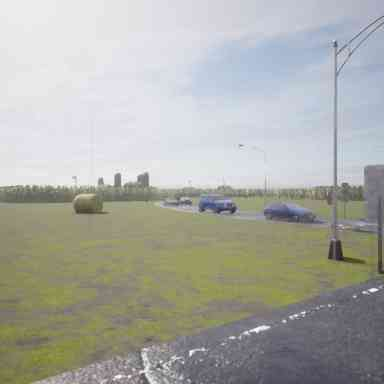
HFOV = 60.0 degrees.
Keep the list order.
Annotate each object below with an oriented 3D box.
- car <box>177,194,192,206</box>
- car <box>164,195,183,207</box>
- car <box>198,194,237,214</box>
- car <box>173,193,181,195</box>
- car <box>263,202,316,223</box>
[{"bbox_3d":[-1.265,1.585,56.804,1.812,1.442,4.674,-1,0,-12],"label":"car"},{"bbox_3d":[-3.406,1.629,53.797,2.033,1.411,5.357,-1,0,-14],"label":"car"},{"bbox_3d":[2.628,1.277,36.315,2.150,2.045,5.566,-1,1,-27],"label":"car"},{"bbox_3d":[-3.041,1.297,66.977,2.150,2.045,5.566,0,0,-6],"label":"car"},{"bbox_3d":[7.681,1.559,26.615,1.812,1.442,4.674,-1,0,-30],"label":"car"}]
